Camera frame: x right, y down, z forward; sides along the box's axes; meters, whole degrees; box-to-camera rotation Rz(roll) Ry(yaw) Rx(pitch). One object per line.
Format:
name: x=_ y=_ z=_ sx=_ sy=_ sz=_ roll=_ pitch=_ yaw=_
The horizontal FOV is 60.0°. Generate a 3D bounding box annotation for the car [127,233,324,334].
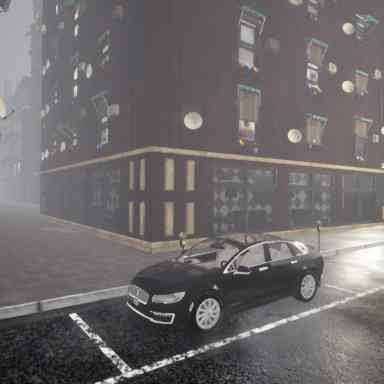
car: x=0.871 y=1.552 z=6.669 sx=4.403 sy=1.369 sz=2.008 roll=0 pitch=1 yaw=-35
